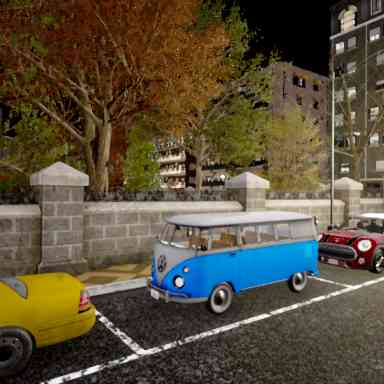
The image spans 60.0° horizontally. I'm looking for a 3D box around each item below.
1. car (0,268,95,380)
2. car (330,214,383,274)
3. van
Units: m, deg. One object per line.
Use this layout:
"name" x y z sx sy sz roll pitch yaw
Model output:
"car" -3.678 1.525 3.927 4.829 1.417 1.752 0 1 -35
"car" 5.606 1.441 10.537 4.097 1.590 1.967 0 1 -35
"van" 1.035 1.342 7.280 3.998 1.788 1.690 0 1 -35
